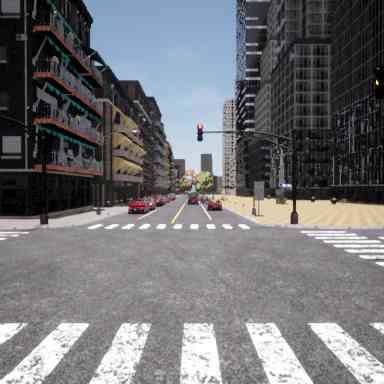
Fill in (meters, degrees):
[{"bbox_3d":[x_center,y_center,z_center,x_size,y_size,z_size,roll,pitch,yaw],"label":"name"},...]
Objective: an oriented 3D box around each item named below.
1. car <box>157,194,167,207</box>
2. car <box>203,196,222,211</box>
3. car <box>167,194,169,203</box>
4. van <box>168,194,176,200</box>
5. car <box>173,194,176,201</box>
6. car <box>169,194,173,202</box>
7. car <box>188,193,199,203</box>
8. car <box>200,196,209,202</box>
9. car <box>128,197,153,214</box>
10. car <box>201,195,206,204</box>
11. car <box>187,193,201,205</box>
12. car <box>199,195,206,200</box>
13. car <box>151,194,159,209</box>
[{"bbox_3d":[-5.599,1.312,52.327,2.192,1.841,5.009,-1,0,0],"label":"car"},{"bbox_3d":[2.728,1.540,41.069,1.887,1.381,4.507,-1,0,0],"label":"car"},{"bbox_3d":[-5.586,1.439,57.975,1.967,1.590,4.097,-1,0,0],"label":"car"},{"bbox_3d":[-5.520,1.350,91.868,1.690,1.788,3.998,-1,0,0],"label":"van"},{"bbox_3d":[-5.532,1.322,86.220,2.192,1.841,5.009,-1,0,0],"label":"car"},{"bbox_3d":[-5.562,1.583,69.273,1.802,1.307,4.206,-1,0,0],"label":"car"},{"bbox_3d":[0.255,1.223,70.014,2.150,2.045,5.566,0,0,0],"label":"car"},{"bbox_3d":[2.797,1.548,74.963,1.887,1.381,4.507,-1,0,0],"label":"car"},{"bbox_3d":[-5.630,1.540,35.379,1.887,1.381,4.507,-1,0,0],"label":"car"},{"bbox_3d":[2.774,1.551,63.664,2.008,1.369,4.403,-1,0,0],"label":"car"},{"bbox_3d":[0.221,1.477,59.748,1.882,1.535,5.008,0,0,0],"label":"car"},{"bbox_3d":[2.830,1.534,92.080,1.752,1.417,4.829,-1,0,0],"label":"car"},{"bbox_3d":[-5.620,1.436,41.028,1.967,1.590,4.097,-1,0,0],"label":"car"}]
